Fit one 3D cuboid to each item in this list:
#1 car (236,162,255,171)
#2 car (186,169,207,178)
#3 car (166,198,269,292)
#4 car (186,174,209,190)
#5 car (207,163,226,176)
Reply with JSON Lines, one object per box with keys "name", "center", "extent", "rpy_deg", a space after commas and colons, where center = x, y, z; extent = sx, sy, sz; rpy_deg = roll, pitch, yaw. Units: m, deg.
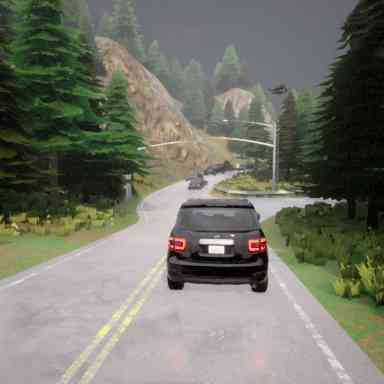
{"name": "car", "center": [11.495, -5.591, 70.920], "extent": [4.553, 1.767, 2.097], "rpy_deg": [-9, 9, -36]}
{"name": "car", "center": [0.434, -2.528, 55.238], "extent": [1.994, 1.385, 4.181], "rpy_deg": [2, 10, 19]}
{"name": "car", "center": [0.706, 1.173, 8.984], "extent": [2.150, 2.045, 5.566], "rpy_deg": [0, 0, 5]}
{"name": "car", "center": [0.970, -1.212, 46.870], "extent": [2.033, 1.411, 5.357], "rpy_deg": [1, 10, 17]}
{"name": "car", "center": [4.457, -4.334, 63.770], "extent": [2.150, 2.045, 5.566], "rpy_deg": [3, 10, 36]}
